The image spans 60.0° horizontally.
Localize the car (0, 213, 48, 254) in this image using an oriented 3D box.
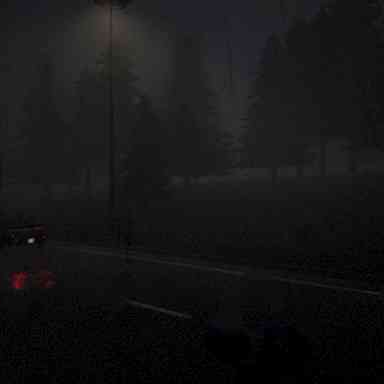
[{"bbox_3d":[-7.997,1.631,13.873,4.902,1.511,2.128,-1,0,36],"label":"car"}]
